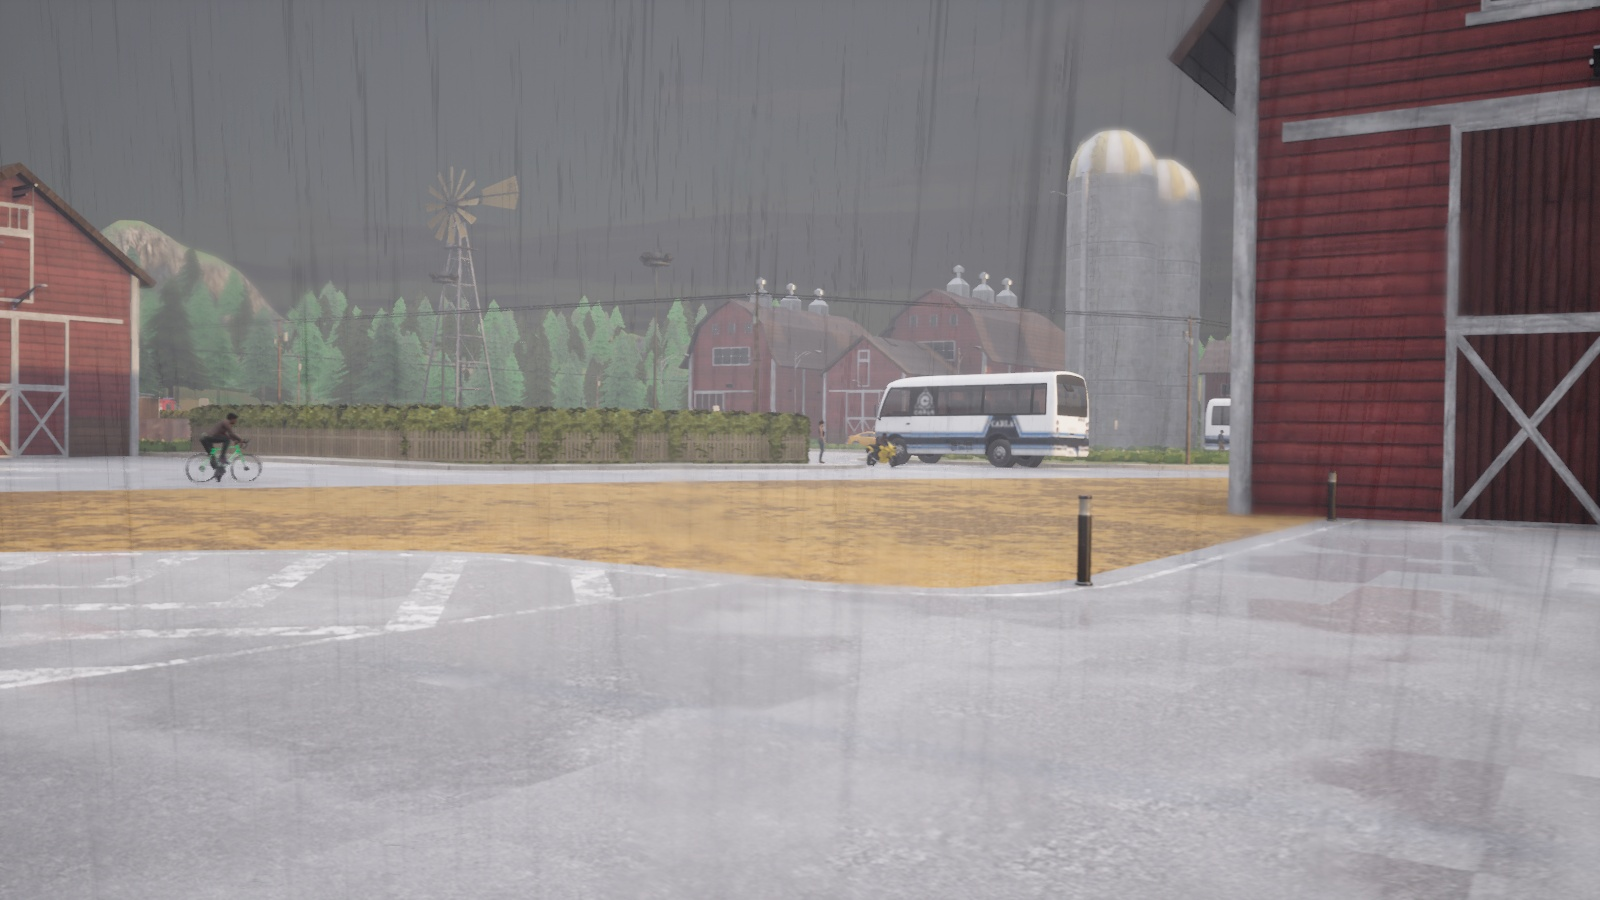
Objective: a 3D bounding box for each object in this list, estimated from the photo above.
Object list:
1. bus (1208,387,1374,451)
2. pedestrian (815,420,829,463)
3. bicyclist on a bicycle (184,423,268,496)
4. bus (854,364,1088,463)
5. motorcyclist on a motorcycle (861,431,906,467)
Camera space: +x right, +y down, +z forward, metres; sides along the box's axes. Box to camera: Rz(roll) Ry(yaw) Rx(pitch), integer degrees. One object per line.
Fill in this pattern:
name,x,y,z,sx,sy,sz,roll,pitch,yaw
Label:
bus,34.395,-2.122,88.217,10.273,4.253,3.944,0,1,32
pedestrian,0.945,-0.365,53.967,0.594,1.836,0.345,0,1,-3
bicyclist on a bicycle,-13.168,0.210,28.822,1.656,1.620,0.582,0,1,-41
bus,7.804,-1.508,58.565,10.273,4.253,3.944,-1,-1,40
motorcyclist on a motorcycle,3.659,-0.075,55.352,0.797,1.523,2.044,-2,2,-40
